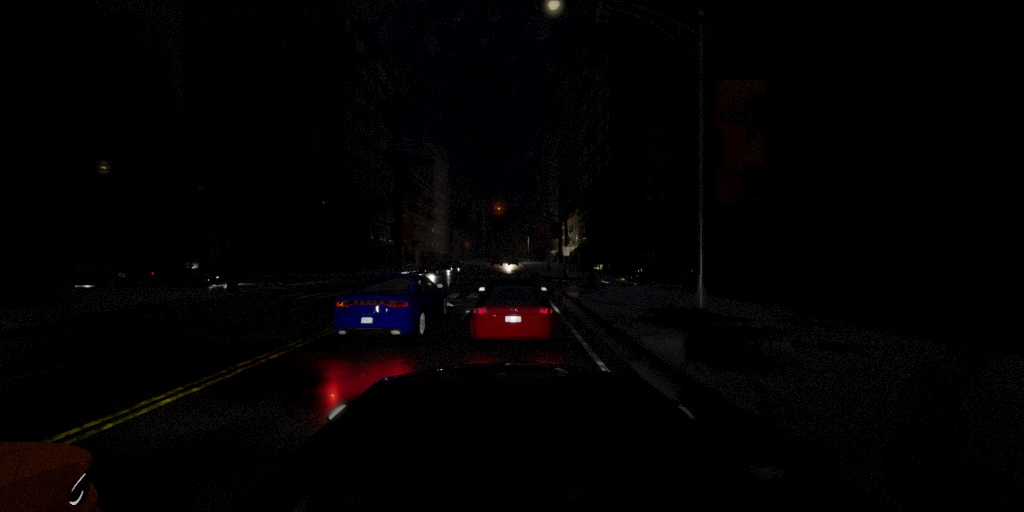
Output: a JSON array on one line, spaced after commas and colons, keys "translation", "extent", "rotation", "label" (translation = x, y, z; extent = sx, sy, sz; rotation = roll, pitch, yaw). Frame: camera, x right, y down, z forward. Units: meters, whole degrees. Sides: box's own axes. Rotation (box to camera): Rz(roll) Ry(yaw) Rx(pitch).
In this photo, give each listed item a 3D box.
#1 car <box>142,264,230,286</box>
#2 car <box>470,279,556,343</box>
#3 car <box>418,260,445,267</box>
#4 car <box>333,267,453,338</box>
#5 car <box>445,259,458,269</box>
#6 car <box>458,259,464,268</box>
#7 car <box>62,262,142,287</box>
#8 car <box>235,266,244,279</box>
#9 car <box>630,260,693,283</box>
[{"translation": [-22.523, 1.307, 25.018], "extent": [4.181, 1.385, 1.994], "rotation": [0, 0, 1], "label": "car"}, {"translation": [0.029, 1.314, 9.648], "extent": [1.994, 1.385, 4.181], "rotation": [0, 0, 0], "label": "car"}, {"translation": [-9.717, 1.349, 42.526], "extent": [1.895, 1.301, 4.718], "rotation": [0, 0, 0], "label": "car"}, {"translation": [-3.122, 1.228, 10.176], "extent": [1.882, 1.535, 5.008], "rotation": [0, 0, 0], "label": "car"}, {"translation": [-9.680, 1.251, 52.786], "extent": [1.837, 1.490, 4.892], "rotation": [0, 0, 0], "label": "car"}, {"translation": [-9.618, 1.290, 63.116], "extent": [2.033, 1.411, 5.357], "rotation": [0, 0, 1], "label": "car"}, {"translation": [-25.350, 1.172, 22.500], "extent": [4.097, 1.591, 1.967], "rotation": [0, 0, 0], "label": "car"}, {"translation": [-25.283, 1.330, 30.524], "extent": [4.313, 1.339, 1.948], "rotation": [0, 0, 0], "label": "car"}, {"translation": [11.631, 1.140, 28.061], "extent": [4.553, 1.767, 2.097], "rotation": [0, 0, 2], "label": "car"}]
